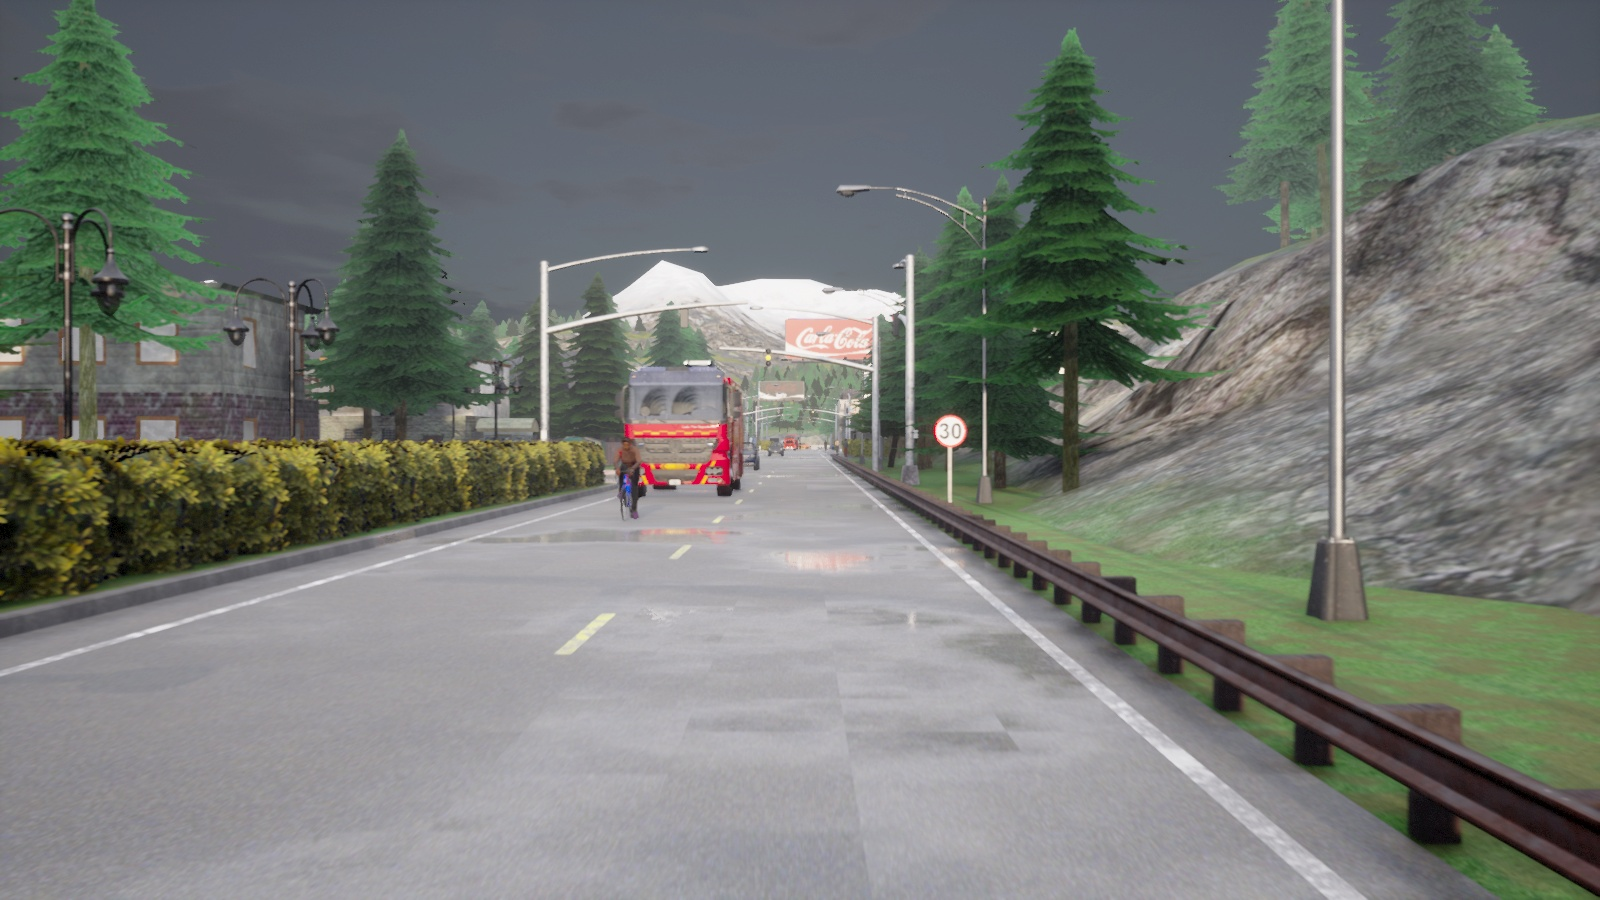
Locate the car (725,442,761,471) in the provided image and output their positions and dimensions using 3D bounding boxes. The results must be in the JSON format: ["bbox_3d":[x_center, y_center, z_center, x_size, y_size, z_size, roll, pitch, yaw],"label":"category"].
[{"bbox_3d":[-3.093,0.342,68.785,1.789,1.549,3.705,0,0,0],"label":"car"}]

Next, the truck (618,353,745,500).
[{"bbox_3d":[-3.275,-0.625,36.909,2.891,3.827,8.468,0,0,0],"label":"truck"}]

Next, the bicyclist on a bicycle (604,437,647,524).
[{"bbox_3d":[-3.347,0.563,24.230,0.582,1.620,1.656,0,1,0],"label":"bicyclist on a bicycle"}]
